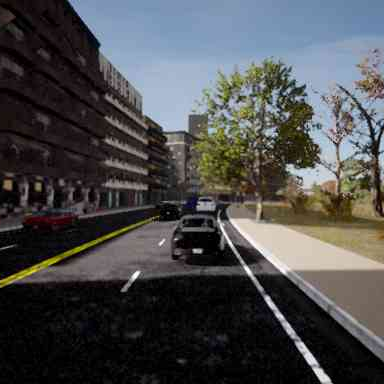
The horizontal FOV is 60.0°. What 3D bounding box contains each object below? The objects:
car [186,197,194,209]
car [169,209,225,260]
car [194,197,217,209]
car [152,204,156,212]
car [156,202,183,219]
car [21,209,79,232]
[{"bbox_3d":[0.421,1.896,58.379,2.150,2.045,5.566,0,-2,9],"label":"car"},{"bbox_3d":[0.241,1.643,13.075,1.837,1.490,4.892,0,0,1],"label":"car"},{"bbox_3d":[1.816,1.680,41.273,2.150,2.045,5.566,0,-1,5],"label":"car"},{"bbox_3d":[-4.270,2.101,46.927,1.994,1.385,4.181,0,-1,6],"label":"car"},{"bbox_3d":[-2.052,1.851,33.592,1.882,1.535,5.008,0,-1,4],"label":"car"},{"bbox_3d":[-9.403,1.848,22.394,1.895,1.301,4.718,0,-1,3],"label":"car"}]
